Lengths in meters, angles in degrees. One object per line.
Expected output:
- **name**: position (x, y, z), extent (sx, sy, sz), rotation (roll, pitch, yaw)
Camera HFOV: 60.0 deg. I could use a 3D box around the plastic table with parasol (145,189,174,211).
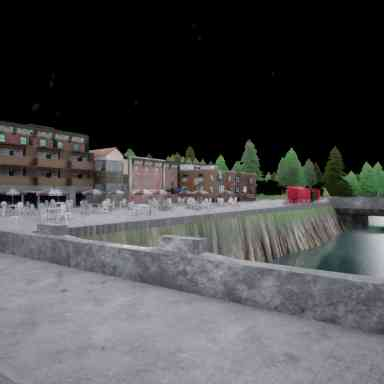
- **plastic table with parasol**: position (-3.903, 0.925, 39.824), extent (2.482, 2.480, 2.482), rotation (0, 0, 36)
